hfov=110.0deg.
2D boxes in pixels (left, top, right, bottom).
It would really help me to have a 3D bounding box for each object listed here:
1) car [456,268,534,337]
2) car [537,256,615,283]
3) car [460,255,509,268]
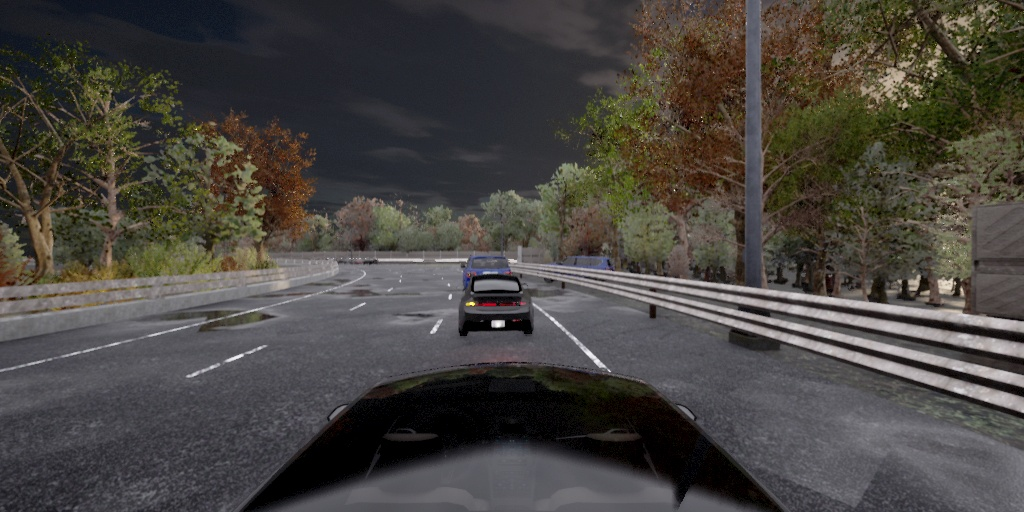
[{"bbox_3d":[-0.539,1.256,10.380,1.837,1.490,4.892,0,0,-5],"label":"car"},{"bbox_3d":[4.699,1.002,26.269,5.566,2.045,2.150,3,1,21],"label":"car"},{"bbox_3d":[-1.331,0.973,17.858,2.150,2.045,5.566,0,0,-9],"label":"car"}]
